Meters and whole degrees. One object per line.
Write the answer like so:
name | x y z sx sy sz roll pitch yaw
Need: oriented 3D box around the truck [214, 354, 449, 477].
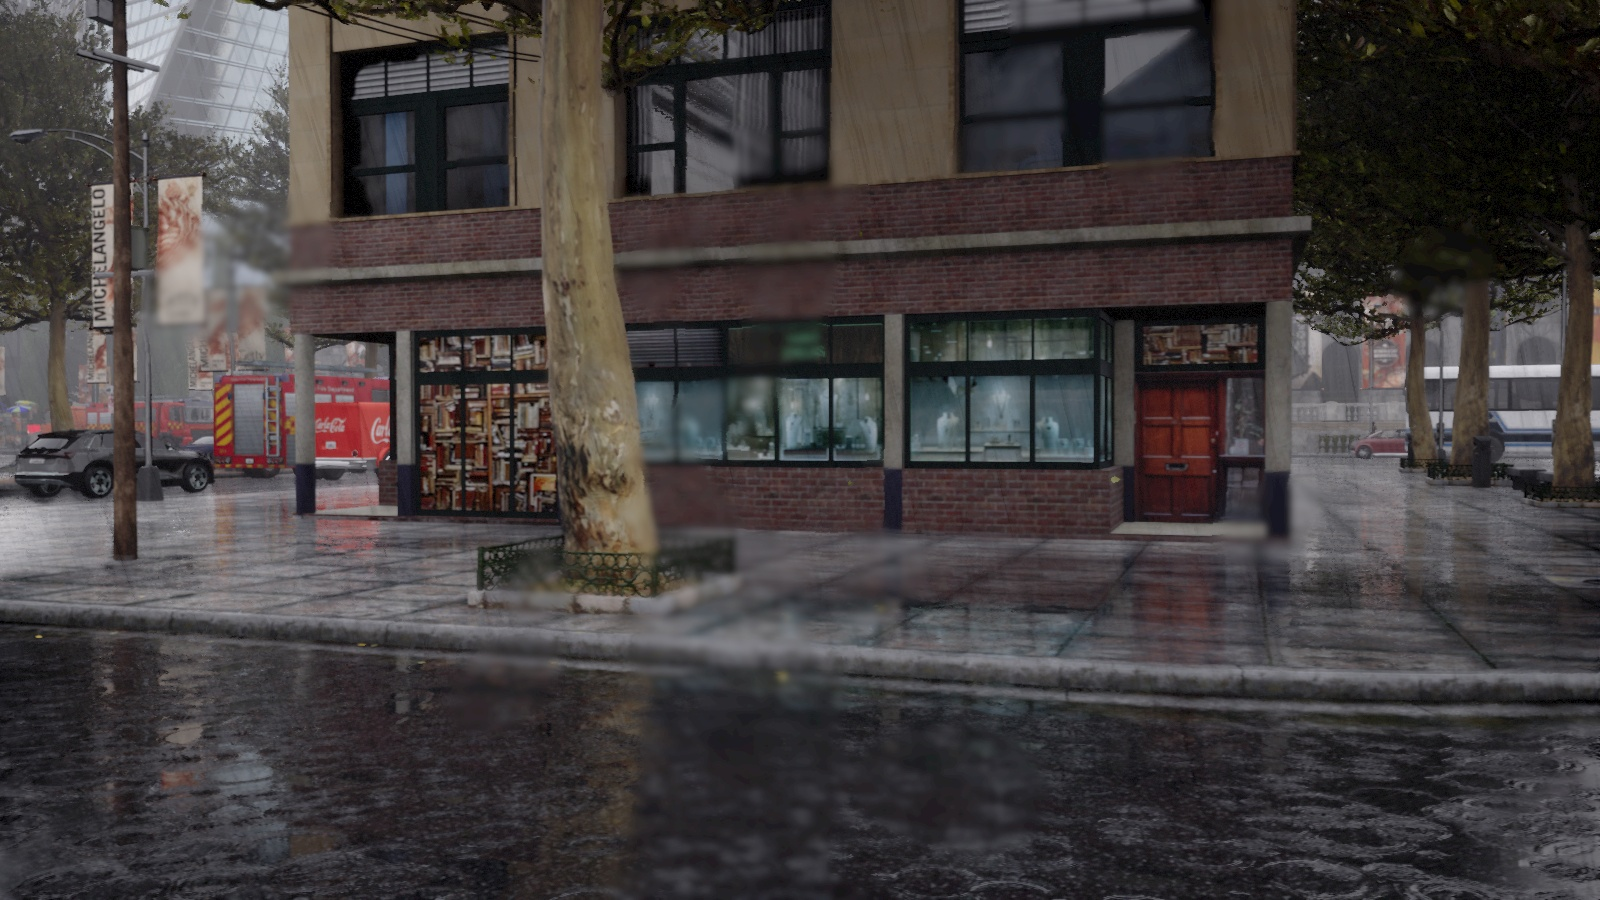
truck | -15.974 -1.148 43.735 2.891 3.827 8.468 1 1 20

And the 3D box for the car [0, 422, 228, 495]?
car | -16.765 0.154 30.944 2.033 1.649 4.856 1 1 20

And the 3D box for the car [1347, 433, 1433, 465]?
car | 29.193 -0.068 62.252 3.705 1.549 1.789 1 1 20

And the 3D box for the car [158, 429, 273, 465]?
car | -24.739 -0.164 53.356 1.812 1.442 4.674 1 1 17

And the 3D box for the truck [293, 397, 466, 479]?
truck | -13.417 -0.403 40.504 2.627 2.467 5.204 1 1 20

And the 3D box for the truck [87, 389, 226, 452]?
truck | -41.013 -1.883 80.019 8.468 3.827 2.891 1 1 20

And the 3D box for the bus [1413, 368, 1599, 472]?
bus | 32.170 -1.266 53.724 10.273 4.253 3.944 1 1 20
